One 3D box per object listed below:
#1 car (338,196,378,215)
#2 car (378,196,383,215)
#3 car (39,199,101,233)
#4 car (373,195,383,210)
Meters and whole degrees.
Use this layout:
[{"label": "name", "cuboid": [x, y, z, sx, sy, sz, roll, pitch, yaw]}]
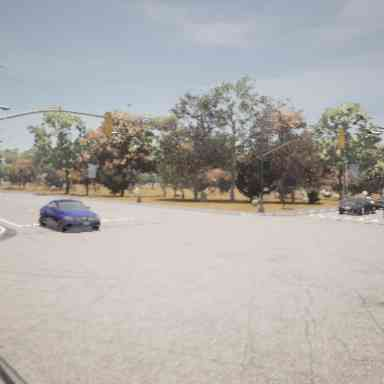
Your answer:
[{"label": "car", "cuboid": [14.375, 1.142, 28.825, 4.892, 1.490, 1.837, 0, 2, -44]}, {"label": "car", "cuboid": [16.634, 1.223, 26.139, 4.892, 1.490, 1.837, 0, 2, -44]}, {"label": "car", "cuboid": [-6.341, 1.115, 16.967, 1.812, 1.442, 4.674, 0, 2, -41]}, {"label": "car", "cuboid": [21.106, 1.107, 35.397, 4.892, 1.490, 1.837, 0, 2, -44]}]
